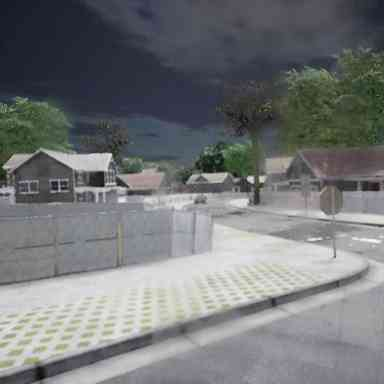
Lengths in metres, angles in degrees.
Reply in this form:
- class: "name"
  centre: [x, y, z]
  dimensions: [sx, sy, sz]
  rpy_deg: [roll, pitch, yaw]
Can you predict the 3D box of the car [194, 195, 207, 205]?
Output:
- class: "car"
  centre: [1.497, 1.279, 55.646]
  dimensions: [1.837, 1.490, 4.892]
  rpy_deg: [-3, 0, 8]
